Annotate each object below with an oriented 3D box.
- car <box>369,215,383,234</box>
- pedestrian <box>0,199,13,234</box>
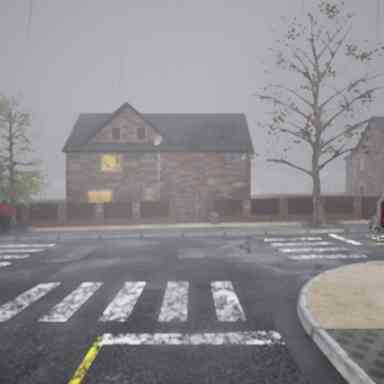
[{"bbox_3d":[10.248,1.170,14.310,4.892,1.490,1.837,-1,1,0],"label":"car"},{"bbox_3d":[-9.659,1.228,17.173,0.375,1.860,0.375,0,2,0],"label":"pedestrian"}]
